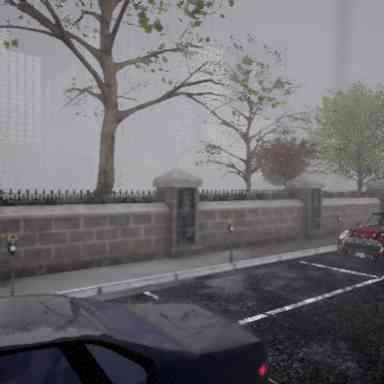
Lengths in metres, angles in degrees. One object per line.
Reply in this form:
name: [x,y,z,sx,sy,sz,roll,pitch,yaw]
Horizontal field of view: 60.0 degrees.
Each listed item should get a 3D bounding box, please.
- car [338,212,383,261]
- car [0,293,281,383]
car: [6.813,1.408,11.413,4.097,1.590,1.967,0,0,-35]
car: [-1.788,1.549,2.084,5.357,1.411,2.033,0,0,-35]
